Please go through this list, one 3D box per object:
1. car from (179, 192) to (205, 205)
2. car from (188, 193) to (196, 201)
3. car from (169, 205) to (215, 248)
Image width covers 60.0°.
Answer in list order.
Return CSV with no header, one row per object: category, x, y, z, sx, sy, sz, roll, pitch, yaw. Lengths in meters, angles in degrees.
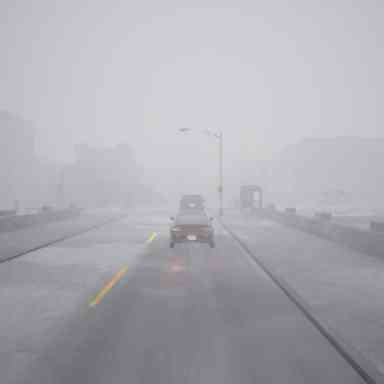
car,0.000,1.256,29.680,2.150,2.045,5.566,0,0,0
car,0.000,1.239,84.392,2.097,1.767,4.553,0,0,0
car,0.000,1.531,14.650,1.812,1.442,4.674,0,0,0
